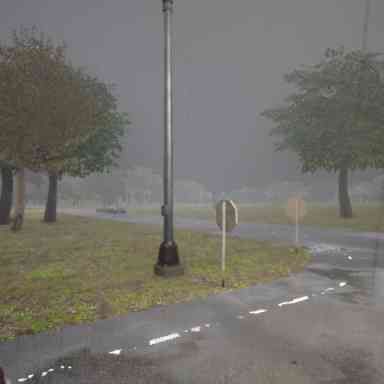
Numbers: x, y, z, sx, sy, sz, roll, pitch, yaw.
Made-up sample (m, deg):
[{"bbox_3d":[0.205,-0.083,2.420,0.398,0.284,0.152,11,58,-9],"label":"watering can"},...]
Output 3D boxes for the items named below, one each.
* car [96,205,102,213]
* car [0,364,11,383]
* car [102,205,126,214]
[{"bbox_3d":[-16.304,3.148,61.406,1.994,1.385,4.181,1,-2,-33],"label":"car"},{"bbox_3d":[-3.169,1.765,1.638,4.181,1.385,1.994,0,-1,-35],"label":"car"},{"bbox_3d":[-12.859,3.024,56.267,2.033,1.411,5.357,2,-2,-34],"label":"car"}]
